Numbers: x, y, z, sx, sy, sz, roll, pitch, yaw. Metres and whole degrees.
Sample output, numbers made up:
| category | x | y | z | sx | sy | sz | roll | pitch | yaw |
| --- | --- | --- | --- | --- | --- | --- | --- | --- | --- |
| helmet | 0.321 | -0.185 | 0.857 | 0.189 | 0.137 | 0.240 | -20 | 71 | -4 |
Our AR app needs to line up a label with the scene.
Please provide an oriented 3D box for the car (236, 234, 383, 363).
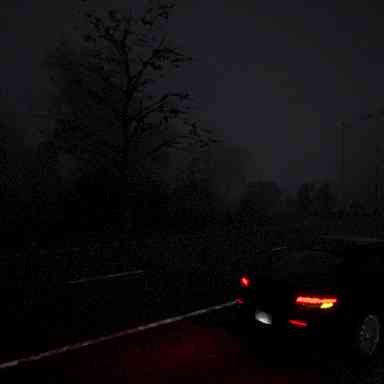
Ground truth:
| category | x | y | z | sx | sy | sz | roll | pitch | yaw |
| --- | --- | --- | --- | --- | --- | --- | --- | --- | --- |
| car | 2.818 | 1.482 | 5.784 | 4.674 | 1.442 | 1.812 | 0 | 0 | -36 |
